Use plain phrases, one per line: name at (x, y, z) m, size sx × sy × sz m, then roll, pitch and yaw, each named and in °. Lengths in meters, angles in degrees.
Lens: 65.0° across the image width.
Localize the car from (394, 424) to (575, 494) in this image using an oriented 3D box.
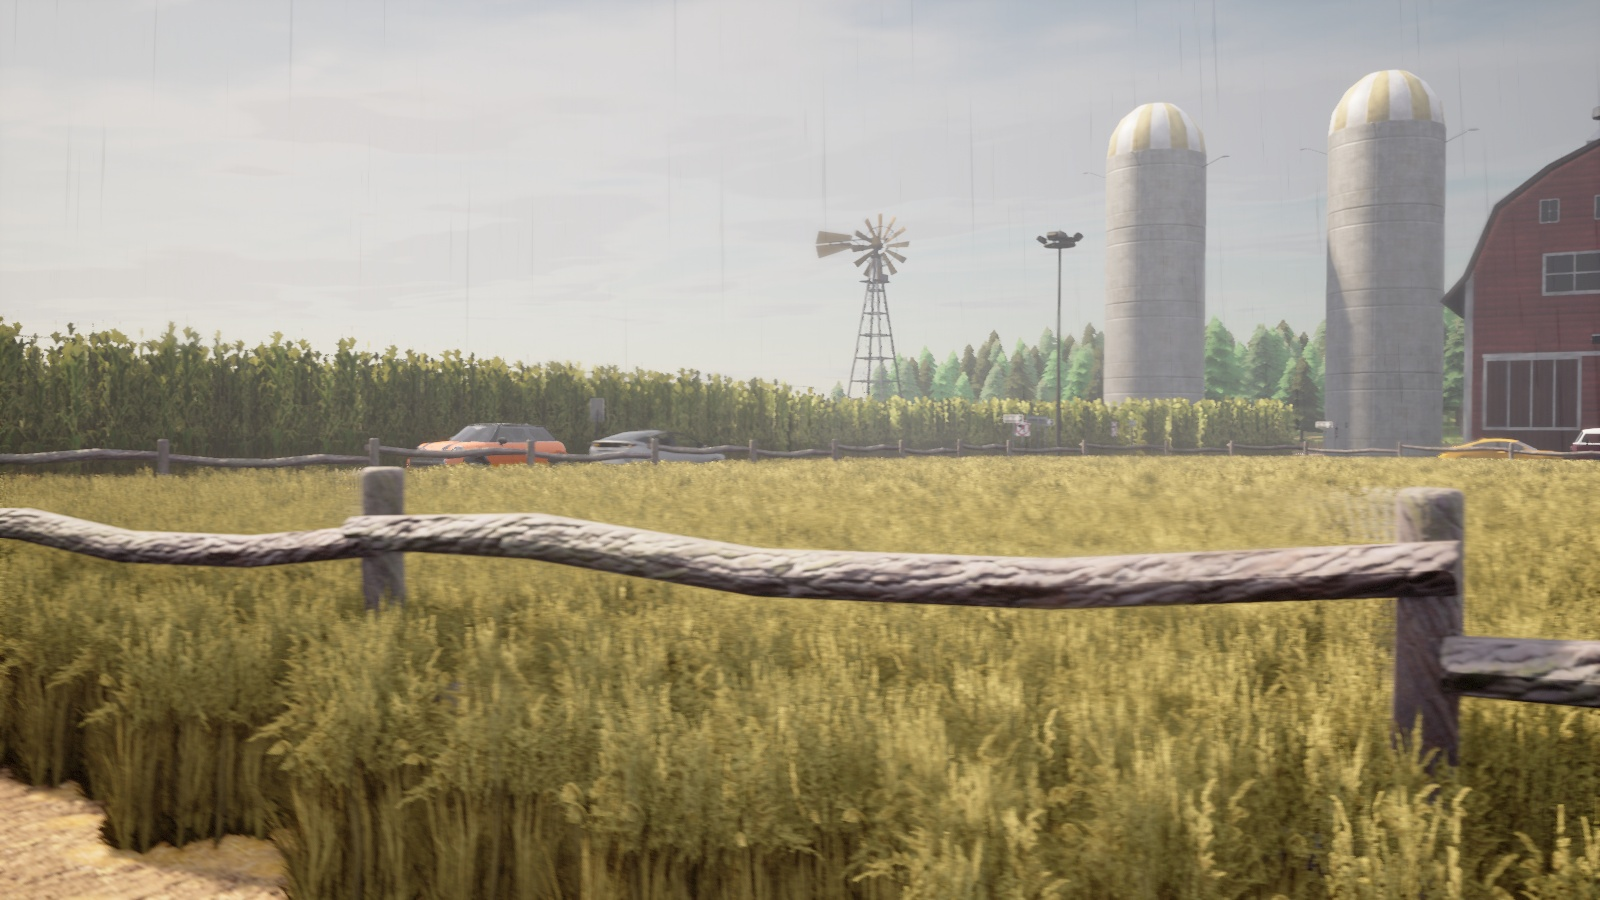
car at (-8.523, 0.205, 34.328) m, size 2.097 × 1.767 × 4.553 m, roll 0°, pitch 0°, yaw 34°

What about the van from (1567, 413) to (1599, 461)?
van at (35.346, -0.584, 53.554) m, size 4.480 × 2.038 × 2.069 m, roll 0°, pitch 1°, yaw 30°

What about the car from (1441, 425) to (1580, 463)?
car at (29.798, -0.258, 52.787) m, size 5.008 × 1.535 × 1.882 m, roll 0°, pitch 1°, yaw 30°

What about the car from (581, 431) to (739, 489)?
car at (-3.894, 0.247, 35.665) m, size 2.007 × 1.525 × 4.514 m, roll 0°, pitch 0°, yaw 34°
